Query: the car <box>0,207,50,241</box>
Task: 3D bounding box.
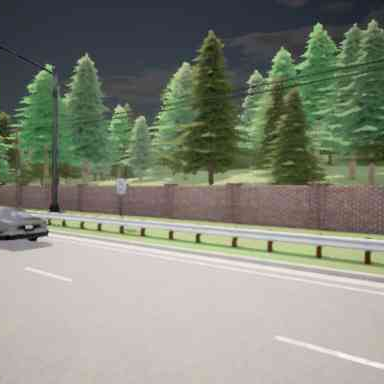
[{"bbox_3d":[-8.288,1.367,14.204,5.357,1.411,2.033,1,0,35],"label":"car"}]
